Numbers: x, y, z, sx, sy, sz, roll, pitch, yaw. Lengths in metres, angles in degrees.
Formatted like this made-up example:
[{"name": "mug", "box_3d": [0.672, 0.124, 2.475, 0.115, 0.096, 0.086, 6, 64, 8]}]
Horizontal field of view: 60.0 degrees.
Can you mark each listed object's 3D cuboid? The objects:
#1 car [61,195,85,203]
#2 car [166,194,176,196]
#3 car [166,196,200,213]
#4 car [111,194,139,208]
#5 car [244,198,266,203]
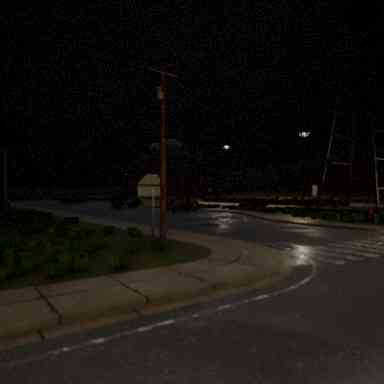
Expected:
[{"name": "car", "box_3d": [-23.863, 1.451, 66.848, 4.611, 1.667, 2.242, 0, 0, -36]}, {"name": "car", "box_3d": [-4.891, 1.261, 63.359, 4.605, 1.855, 1.932, 0, 0, -36]}, {"name": "car", "box_3d": [-1.156, 1.475, 36.762, 4.193, 1.474, 1.816, 0, 0, -36]}, {"name": "car", "box_3d": [-9.574, 1.283, 47.309, 3.866, 1.878, 1.905, 0, 0, -36]}, {"name": "car", "box_3d": [8.524, 1.470, 45.320, 3.905, 1.438, 1.784, 0, 0, -36]}]
